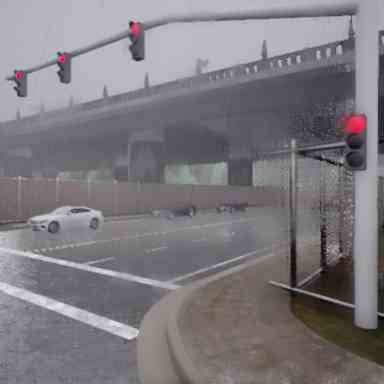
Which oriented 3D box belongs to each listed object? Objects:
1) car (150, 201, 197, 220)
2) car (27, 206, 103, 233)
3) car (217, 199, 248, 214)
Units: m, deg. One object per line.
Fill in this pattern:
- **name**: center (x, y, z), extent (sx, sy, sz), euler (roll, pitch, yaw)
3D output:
- **car**: center (-1.499, 1.546, 28.565), extent (2.128, 1.511, 4.902), euler (0, 0, 35)
- **car**: center (-7.483, 1.561, 20.099), extent (1.812, 1.442, 4.674), euler (0, 0, 33)
- **car**: center (4.555, 1.566, 37.076), extent (2.128, 1.511, 4.902), euler (0, 0, 35)
